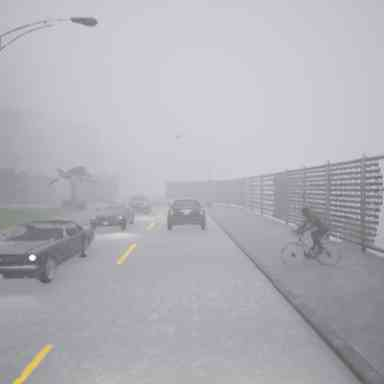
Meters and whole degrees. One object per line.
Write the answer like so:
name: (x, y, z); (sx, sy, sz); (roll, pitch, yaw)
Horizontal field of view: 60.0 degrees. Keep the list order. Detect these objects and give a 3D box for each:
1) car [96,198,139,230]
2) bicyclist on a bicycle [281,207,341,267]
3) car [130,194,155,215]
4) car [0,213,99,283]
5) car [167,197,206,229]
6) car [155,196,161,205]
car: (-4.522, 1.320, 19.532); (1.812, 1.442, 4.674); (0, 1, -1)
bicyclist on a bicycle: (3.212, 1.230, 8.972); (1.656, 1.620, 0.582); (0, 1, -1)
car: (-4.774, 1.031, 29.644); (2.097, 1.767, 4.553); (0, 1, -2)
car: (-4.292, 1.510, 9.459); (1.895, 1.301, 4.718); (0, 1, -1)
car: (-0.340, 1.124, 19.778); (2.097, 1.767, 4.553); (0, 1, -1)
car: (-6.194, 1.040, 44.603); (4.674, 1.442, 1.812); (0, 0, 37)
